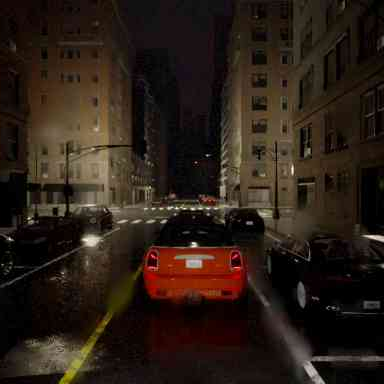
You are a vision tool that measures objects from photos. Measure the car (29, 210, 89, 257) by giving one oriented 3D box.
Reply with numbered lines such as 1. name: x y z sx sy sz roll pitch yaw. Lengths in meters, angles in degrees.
1. car: -5.684 1.582 12.939 1.802 1.307 4.206 0 0 0

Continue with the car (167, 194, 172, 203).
1. car: -5.690 1.606 66.361 2.008 1.369 4.403 0 0 0

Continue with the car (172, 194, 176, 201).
1. car: -5.680 1.625 82.416 1.752 1.417 4.829 0 0 0

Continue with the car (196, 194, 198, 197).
1. car: 2.848 1.559 87.994 1.967 1.590 4.097 0 0 0

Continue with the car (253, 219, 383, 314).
1. car: 2.848 1.550 7.448 2.008 1.369 4.403 0 0 0

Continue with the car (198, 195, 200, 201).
1. car: 2.835 1.605 66.358 2.008 1.369 4.403 0 0 0

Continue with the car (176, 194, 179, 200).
1. car: -5.673 1.455 93.404 2.192 1.841 5.009 0 0 0

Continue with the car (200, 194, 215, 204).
1. car: 2.827 1.475 55.540 1.967 1.590 4.097 0 0 0

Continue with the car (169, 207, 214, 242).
1. car: -0.015 1.564 16.963 1.994 1.385 4.181 0 0 0

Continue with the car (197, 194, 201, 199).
1. car: 2.841 1.523 77.176 1.967 1.590 4.097 0 0 0

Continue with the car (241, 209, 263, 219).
1. car: 2.836 1.566 18.450 1.947 1.339 4.313 0 0 0

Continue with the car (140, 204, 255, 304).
1. car: 0.054 1.352 8.309 2.097 1.767 4.553 0 0 0

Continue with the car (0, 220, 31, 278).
1. car: -5.677 1.566 7.438 1.947 1.339 4.313 0 0 0

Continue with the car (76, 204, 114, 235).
1. car: -5.690 1.440 18.441 1.967 1.590 4.097 0 0 0

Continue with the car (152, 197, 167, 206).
1. car: -5.697 1.617 55.544 1.802 1.307 4.206 0 0 0
